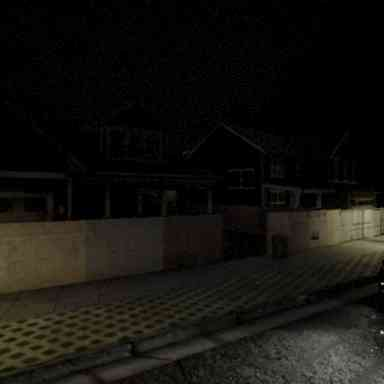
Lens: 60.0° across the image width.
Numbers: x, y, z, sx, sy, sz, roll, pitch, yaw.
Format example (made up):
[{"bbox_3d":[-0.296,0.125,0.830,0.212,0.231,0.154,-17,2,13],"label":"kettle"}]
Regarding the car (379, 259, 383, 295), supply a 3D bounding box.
[{"bbox_3d":[6.074,1.575,7.547,4.902,1.511,2.128,1,0,-37],"label":"car"}]
